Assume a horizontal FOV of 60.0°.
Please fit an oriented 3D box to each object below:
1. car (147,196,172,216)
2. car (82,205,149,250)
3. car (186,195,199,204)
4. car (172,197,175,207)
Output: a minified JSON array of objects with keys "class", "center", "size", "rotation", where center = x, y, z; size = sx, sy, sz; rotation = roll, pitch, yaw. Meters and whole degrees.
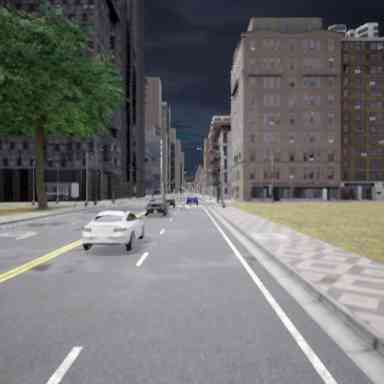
[{"class":"car","center":[-3.153,1.388,31.014],"size":[1.837,1.490,4.892],"rotation":[0,0,0]},{"class":"car","center":[-3.154,1.466,13.929],"size":[1.812,1.442,4.674],"rotation":[0,0,0]},{"class":"car","center":[0.081,1.245,56.360],"size":[1.882,1.535,5.008],"rotation":[0,0,0]},{"class":"car","center":[-3.423,1.315,46.633],"size":[1.882,1.535,5.008],"rotation":[0,0,-5]}]
